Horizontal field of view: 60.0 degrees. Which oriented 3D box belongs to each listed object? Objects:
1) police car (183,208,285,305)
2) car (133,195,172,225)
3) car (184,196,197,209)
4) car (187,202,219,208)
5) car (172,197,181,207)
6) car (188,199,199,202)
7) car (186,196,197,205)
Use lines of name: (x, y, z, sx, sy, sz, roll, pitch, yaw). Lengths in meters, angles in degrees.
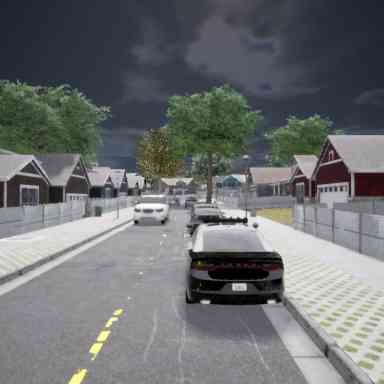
police car: (0.811, 1.427, 8.295, 1.930, 1.638, 5.238, 0, 0, 0)
car: (-2.892, 1.218, 24.601, 2.150, 2.045, 5.566, 0, 0, 0)
car: (-0.041, 1.481, 46.094, 2.128, 1.511, 4.902, 0, 0, 0)
car: (0.795, 1.504, 18.188, 1.837, 1.490, 4.892, 0, 0, 0)
car: (-2.836, 1.479, 52.106, 2.128, 1.511, 4.902, 0, 0, 0)
car: (0.785, 1.502, 24.190, 1.837, 1.490, 4.892, 0, 0, 0)
car: (-0.097, 1.515, 60.490, 1.812, 1.442, 4.674, 0, 0, 0)
